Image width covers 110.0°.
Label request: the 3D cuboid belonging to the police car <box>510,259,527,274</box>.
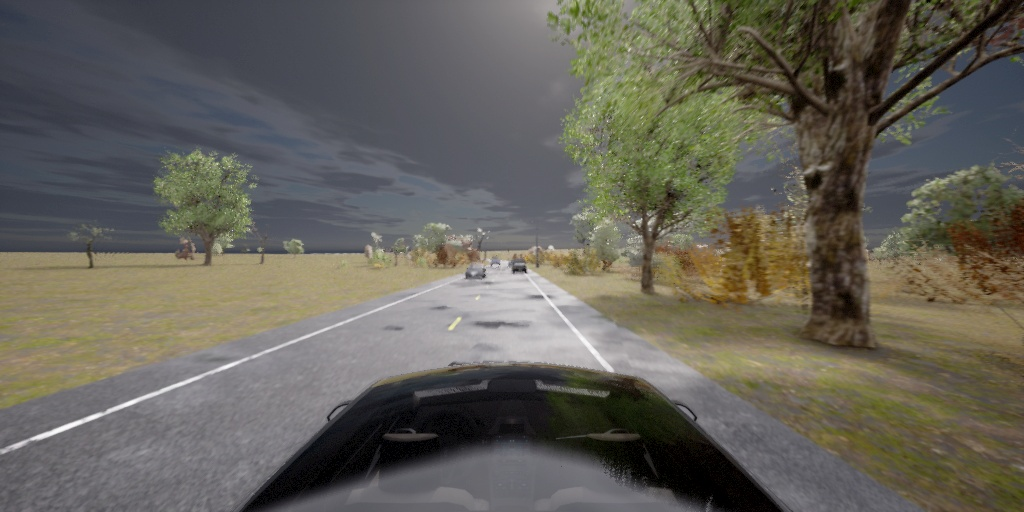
[{"bbox_3d":[1.060,1.535,48.505,1.930,1.638,5.238,0,0,0],"label":"police car"}]

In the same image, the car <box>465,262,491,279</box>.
[{"bbox_3d":[-3.577,1.515,36.189,2.128,1.511,4.902,0,0,0],"label":"car"}]

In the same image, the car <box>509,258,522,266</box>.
[{"bbox_3d":[1.062,1.397,58.426,2.150,2.045,5.566,0,0,0],"label":"car"}]
